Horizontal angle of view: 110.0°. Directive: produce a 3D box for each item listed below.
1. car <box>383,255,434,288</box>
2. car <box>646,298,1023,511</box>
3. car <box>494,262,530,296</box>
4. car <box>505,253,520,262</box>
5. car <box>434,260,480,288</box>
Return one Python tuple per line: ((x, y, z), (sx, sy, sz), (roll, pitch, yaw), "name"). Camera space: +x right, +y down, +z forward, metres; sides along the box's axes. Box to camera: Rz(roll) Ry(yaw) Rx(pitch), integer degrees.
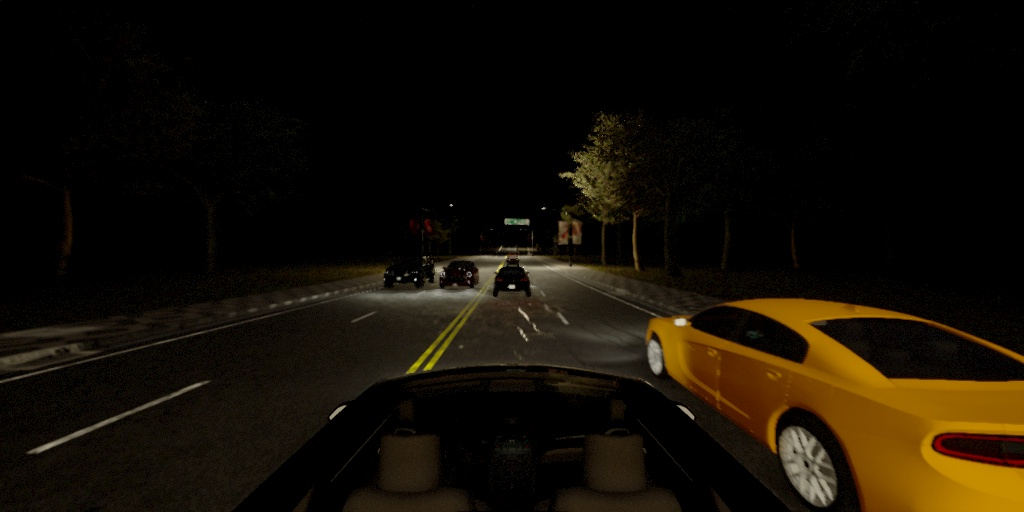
((-6.534, 0.930, 23.540), (2.150, 2.045, 5.566), (0, 0, 1), "car")
((3.252, 1.230, 4.268), (1.882, 1.535, 5.008), (0, 0, 0), "car")
((-0.003, 1.264, 19.355), (1.812, 1.442, 4.674), (0, 0, 0), "car")
((0.111, 0.685, 52.007), (2.128, 1.511, 4.902), (0, 1, 0), "car")
((-3.290, 1.062, 23.052), (2.097, 1.767, 4.553), (0, 1, 1), "car")
